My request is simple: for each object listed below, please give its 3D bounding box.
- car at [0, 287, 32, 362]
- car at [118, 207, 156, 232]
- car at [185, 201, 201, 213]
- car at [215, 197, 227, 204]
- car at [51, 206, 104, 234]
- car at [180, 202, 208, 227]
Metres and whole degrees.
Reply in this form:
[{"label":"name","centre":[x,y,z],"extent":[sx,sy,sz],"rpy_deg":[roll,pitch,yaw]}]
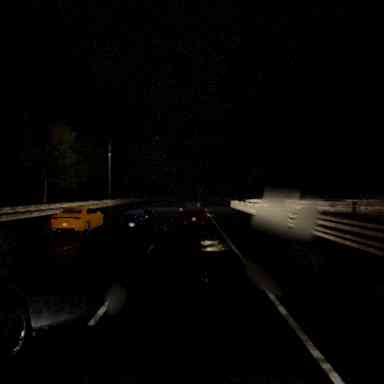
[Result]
[{"label":"car","centre":[-3.397,1.590,3.310],"extent":[1.994,1.385,4.181],"rpy_deg":[0,0,0]},{"label":"car","centre":[-3.370,1.674,20.930],"extent":[1.812,1.442,4.674],"rpy_deg":[0,0,0]},{"label":"car","centre":[0.165,1.867,42.336],"extent":[1.895,1.301,4.718],"rpy_deg":[0,0,0]},{"label":"car","centre":[6.353,1.939,72.740],"extent":[2.128,1.511,4.902],"rpy_deg":[0,-1,-8]},{"label":"car","centre":[-6.871,1.623,20.461],"extent":[1.882,1.535,5.008],"rpy_deg":[0,0,0]},{"label":"car","centre":[0.137,1.647,24.322],"extent":[1.882,1.535,5.008],"rpy_deg":[0,0,0]}]
